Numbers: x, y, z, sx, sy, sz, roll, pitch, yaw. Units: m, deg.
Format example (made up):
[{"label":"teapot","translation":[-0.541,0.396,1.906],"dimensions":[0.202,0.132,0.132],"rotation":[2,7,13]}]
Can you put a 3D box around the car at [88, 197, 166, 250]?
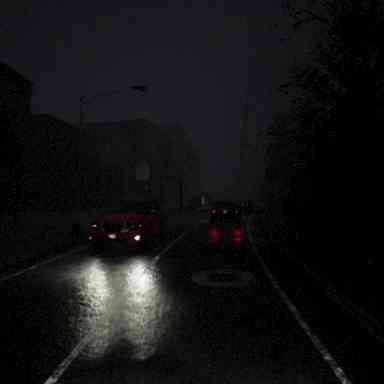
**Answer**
[{"label":"car","translation":[-2.629,1.277,14.933],"dimensions":[2.150,2.045,5.566],"rotation":[-1,0,7]}]

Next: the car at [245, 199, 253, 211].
[{"label":"car","translation":[6.641,1.588,42.091],"dimensions":[2.033,1.411,5.357],"rotation":[-1,0,14]}]

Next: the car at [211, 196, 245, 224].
[{"label":"car","translation":[2.648,1.386,24.900],"dimensions":[2.097,1.767,4.553],"rotation":[-1,0,10]}]

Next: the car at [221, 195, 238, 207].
[{"label":"car","translation":[6.335,1.483,55.635],"dimensions":[2.097,1.767,4.553],"rotation":[-1,0,15]}]
